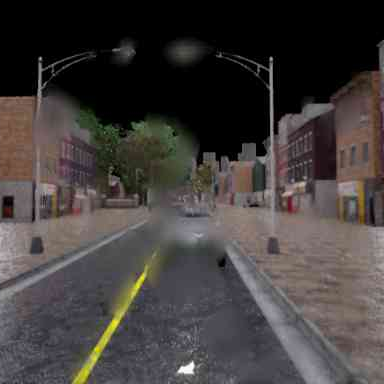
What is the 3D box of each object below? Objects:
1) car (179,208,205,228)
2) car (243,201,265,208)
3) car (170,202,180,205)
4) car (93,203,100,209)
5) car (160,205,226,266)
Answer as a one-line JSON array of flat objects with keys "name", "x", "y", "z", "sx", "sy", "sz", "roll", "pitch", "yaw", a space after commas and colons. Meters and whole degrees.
[{"name": "car", "x": 0.040, "y": 1.997, "z": 26.769, "sx": 1.895, "sy": 1.301, "sz": 4.718, "roll": 0, "pitch": -1, "yaw": 1}, {"name": "car", "x": 12.380, "y": 2.557, "z": 66.473, "sx": 4.313, "sy": 1.339, "sz": 1.947, "roll": 0, "pitch": -2, "yaw": 0}, {"name": "car", "x": -2.771, "y": 2.386, "z": 53.379, "sx": 2.033, "sy": 1.411, "sz": 5.357, "roll": 0, "pitch": -1, "yaw": 0}, {"name": "car", "x": -20.606, "y": 2.822, "z": 66.460, "sx": 4.403, "sy": 1.369, "sz": 2.008, "roll": -1, "pitch": -2, "yaw": 0}, {"name": "car", "x": 0.047, "y": 1.531, "z": 12.356, "sx": 2.097, "sy": 1.767, "sz": 4.553, "roll": 0, "pitch": -1, "yaw": 0}]
